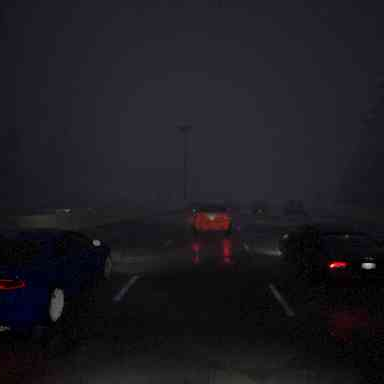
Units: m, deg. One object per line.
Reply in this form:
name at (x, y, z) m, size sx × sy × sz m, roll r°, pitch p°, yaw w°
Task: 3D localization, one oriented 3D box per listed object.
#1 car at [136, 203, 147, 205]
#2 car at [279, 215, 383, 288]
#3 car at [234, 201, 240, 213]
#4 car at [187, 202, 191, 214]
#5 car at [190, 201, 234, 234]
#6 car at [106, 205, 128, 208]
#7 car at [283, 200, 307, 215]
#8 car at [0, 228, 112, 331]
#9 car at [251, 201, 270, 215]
car at (-7.103, 1.909, 51.874) m, size 1.895 × 1.301 × 4.718 m, roll 0°, pitch 0°, yaw 15°
car at (3.874, 1.623, 9.522) m, size 2.033 × 1.411 × 5.357 m, roll 0°, pitch 0°, yaw 3°
car at (4.839, 1.805, 40.989) m, size 1.812 × 1.442 × 4.674 m, roll 0°, pitch 0°, yaw 13°
car at (0.713, 1.756, 38.510) m, size 1.837 × 1.490 × 4.892 m, roll 0°, pitch 0°, yaw 12°
car at (1.328, 1.488, 20.447) m, size 2.097 × 1.767 × 4.553 m, roll 0°, pitch 0°, yaw 6°
car at (-11.157, 1.761, 50.189) m, size 1.882 × 1.535 × 5.008 m, roll 0°, pitch 0°, yaw 14°
car at (10.645, 1.611, 34.693) m, size 2.097 × 1.767 × 4.553 m, roll 0°, pitch 0°, yaw 12°
car at (-3.191, 1.513, 7.146) m, size 1.882 × 1.535 × 5.008 m, roll 0°, pitch 0°, yaw 2°
car at (7.869, 1.780, 38.453) m, size 1.837 × 1.490 × 4.892 m, roll 0°, pitch 0°, yaw 12°
